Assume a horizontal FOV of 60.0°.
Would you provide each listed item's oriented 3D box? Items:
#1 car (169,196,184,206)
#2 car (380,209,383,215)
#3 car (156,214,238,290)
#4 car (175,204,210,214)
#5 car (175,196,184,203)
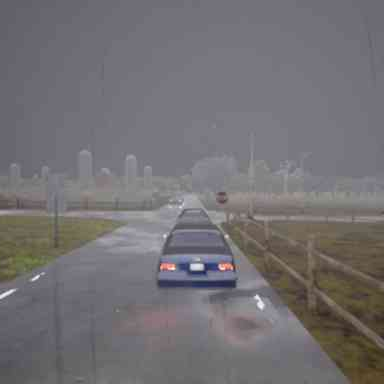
[{"bbox_3d":[-2.767,1.438,57.489,2.097,1.767,4.553,0,0,0],"label":"car"},{"bbox_3d":[22.392,2.132,34.782,4.718,1.301,1.895,1,1,0],"label":"car"},{"bbox_3d":[0.109,1.568,9.220,2.033,1.411,5.357,0,0,0],"label":"car"},{"bbox_3d":[0.075,1.603,18.997,1.994,1.385,4.181,0,0,-1],"label":"car"},{"bbox_3d":[-2.686,1.569,72.557,1.882,1.535,5.008,0,0,0],"label":"car"}]
